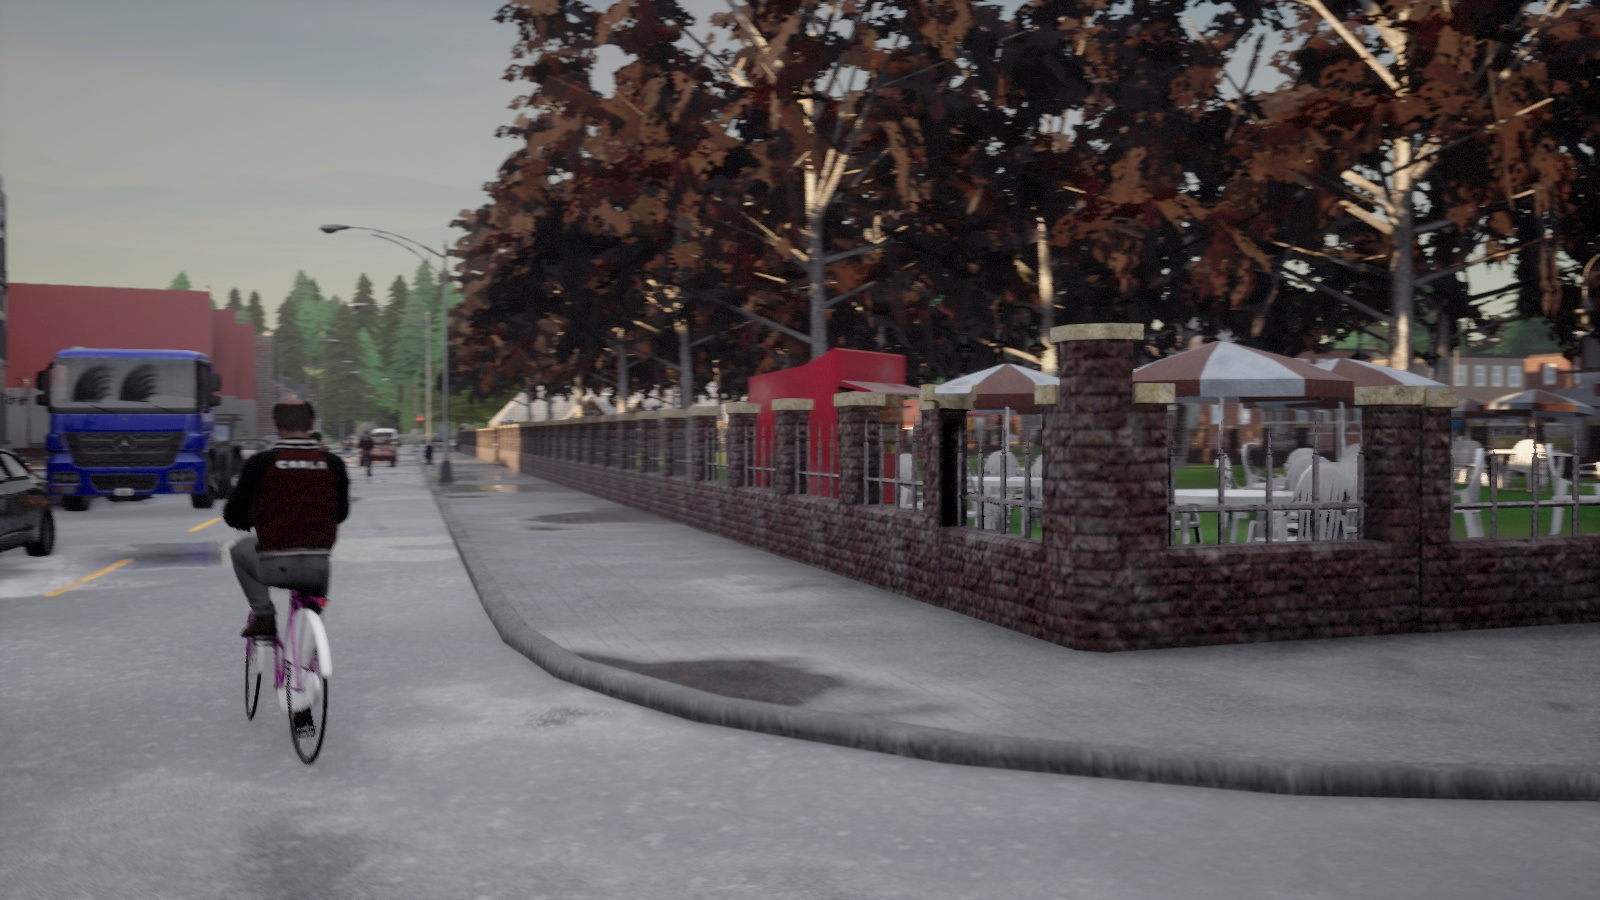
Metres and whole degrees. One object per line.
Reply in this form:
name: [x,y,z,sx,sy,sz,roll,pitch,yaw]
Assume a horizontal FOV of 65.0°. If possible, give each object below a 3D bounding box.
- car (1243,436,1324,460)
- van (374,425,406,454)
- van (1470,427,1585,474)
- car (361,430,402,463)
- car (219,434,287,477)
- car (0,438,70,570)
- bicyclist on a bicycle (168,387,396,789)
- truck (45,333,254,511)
car: [30.845,-0.131,80.208,4.514,1.525,2.007,0,1,-15]
van: [-28.968,-0.747,88.751,2.069,2.038,4.480,0,1,-17]
van: [32.639,-0.006,56.514,1.775,1.987,4.442,0,1,-17]
car: [-21.154,-0.206,63.575,1.851,1.617,3.988,0,1,-17]
car: [-19.653,0.156,45.245,1.816,1.474,4.193,0,1,-17]
car: [-10.168,0.599,14.786,1.816,1.474,4.193,0,1,-17]
bicyclist on a bicycle: [-2.728,0.600,6.487,0.659,1.776,1.843,2,0,-35]
truck: [-14.486,-0.598,28.654,2.891,3.462,7.936,0,1,-17]
